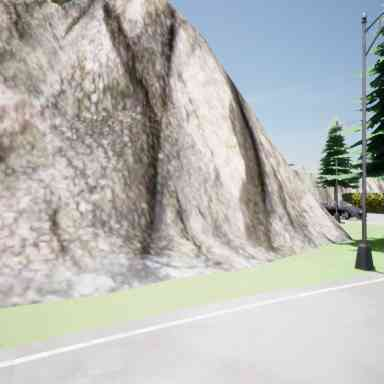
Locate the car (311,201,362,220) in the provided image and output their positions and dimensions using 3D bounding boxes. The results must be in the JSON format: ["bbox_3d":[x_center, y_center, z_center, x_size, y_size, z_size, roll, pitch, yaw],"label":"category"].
[{"bbox_3d":[12.393,1.491,28.315,2.128,1.511,4.902,0,0,-26],"label":"car"}]
